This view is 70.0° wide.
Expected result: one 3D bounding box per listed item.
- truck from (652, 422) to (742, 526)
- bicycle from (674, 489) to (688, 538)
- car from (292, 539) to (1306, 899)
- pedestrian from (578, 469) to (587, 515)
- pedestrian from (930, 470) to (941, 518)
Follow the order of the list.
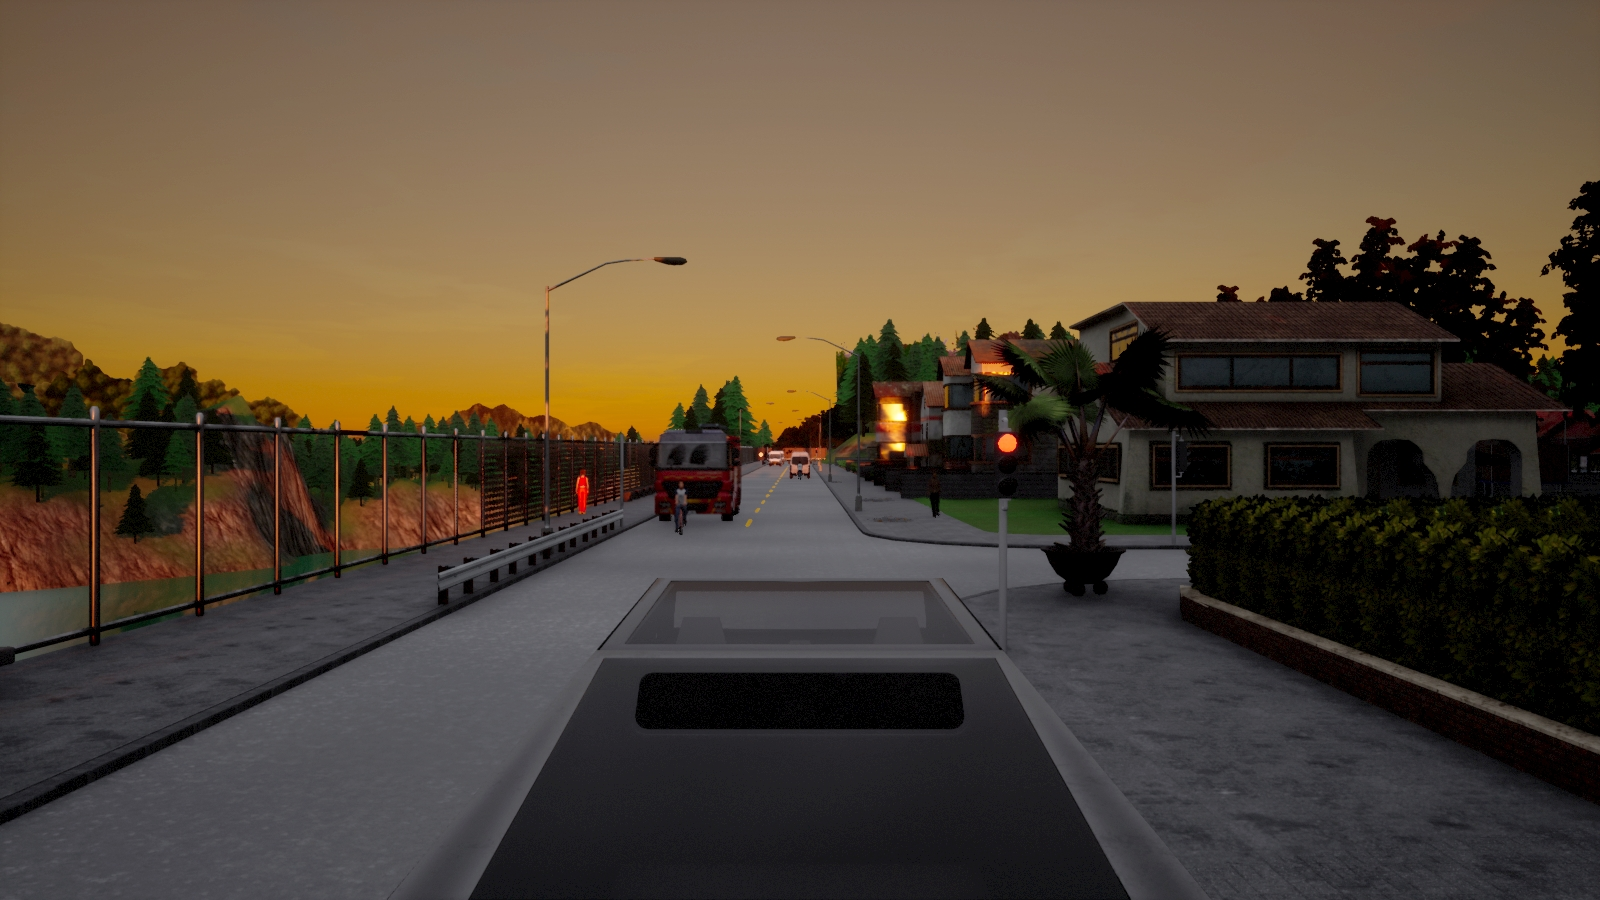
[{"bbox_3d":[-3.996,0.873,46.162,2.891,3.827,8.468,0,0,0],"label":"truck"},{"bbox_3d":[-3.865,2.042,37.101,0.373,1.496,1.643,0,0,-3],"label":"bicycle"},{"bbox_3d":[-0.001,1.751,5.830,2.390,2.098,6.274,0,0,0],"label":"car"},{"bbox_3d":[-8.967,1.726,47.142,0.375,1.860,0.375,0,0,-8],"label":"pedestrian"},{"bbox_3d":[5.285,1.719,44.692,0.375,1.860,0.375,0,0,-1],"label":"pedestrian"}]
